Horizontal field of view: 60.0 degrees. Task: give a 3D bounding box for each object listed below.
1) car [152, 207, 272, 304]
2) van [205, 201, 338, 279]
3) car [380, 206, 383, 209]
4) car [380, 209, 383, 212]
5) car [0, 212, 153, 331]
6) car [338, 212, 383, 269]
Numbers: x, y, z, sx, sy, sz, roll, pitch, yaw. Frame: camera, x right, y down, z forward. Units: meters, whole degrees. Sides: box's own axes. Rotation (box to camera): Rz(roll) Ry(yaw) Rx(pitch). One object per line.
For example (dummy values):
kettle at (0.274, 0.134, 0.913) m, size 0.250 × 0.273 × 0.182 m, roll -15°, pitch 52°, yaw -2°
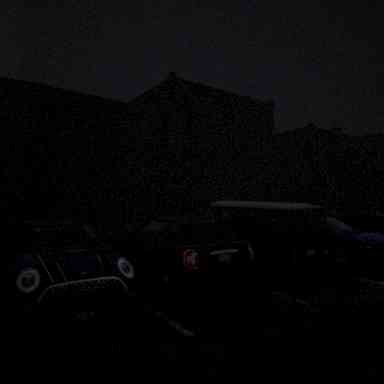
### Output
car at (-0.451, 1.380, 8.610) m, size 2.185 × 1.767 × 4.553 m, roll 0°, pitch 0°, yaw -32°
van at (1.845, 1.283, 10.225) m, size 1.878 × 1.987 × 4.442 m, roll 0°, pitch 0°, yaw -32°
car at (9.016, 1.546, 14.619) m, size 2.163 × 1.488 × 4.792 m, roll 0°, pitch 0°, yaw -32°
car at (6.641, 1.543, 13.130) m, size 2.163 × 1.488 × 4.792 m, roll 0°, pitch 0°, yaw -32°
car at (-2.859, 1.377, 7.174) m, size 2.185 × 1.767 × 4.553 m, roll 0°, pitch 0°, yaw -32°
car at (4.279, 1.511, 11.620) m, size 2.097 × 1.535 × 5.008 m, roll 0°, pitch 0°, yaw -32°
